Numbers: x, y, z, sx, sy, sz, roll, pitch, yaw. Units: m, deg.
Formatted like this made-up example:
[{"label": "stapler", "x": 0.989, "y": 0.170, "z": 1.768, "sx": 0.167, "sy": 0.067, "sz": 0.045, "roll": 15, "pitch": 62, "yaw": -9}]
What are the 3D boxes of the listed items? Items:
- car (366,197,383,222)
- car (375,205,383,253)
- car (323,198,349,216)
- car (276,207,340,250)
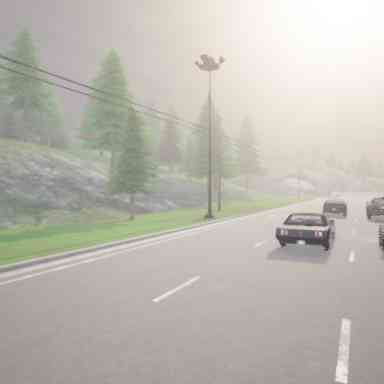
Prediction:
[{"label": "car", "x": 15.403, "y": 1.191, "z": 27.085, "sx": 2.097, "sy": 1.767, "sz": 4.553, "roll": 0, "pitch": 0, "yaw": 27}, {"label": "car", "x": 7.674, "y": 1.435, "z": 11.631, "sx": 1.837, "sy": 1.490, "sz": 4.892, "roll": 0, "pitch": 1, "yaw": 27}, {"label": "car", "x": 13.111, "y": 1.300, "z": 30.321, "sx": 1.882, "sy": 1.535, "sz": 5.008, "roll": 0, "pitch": 0, "yaw": 27}, {"label": "car", "x": 4.966, "y": 1.519, "z": 14.034, "sx": 1.895, "sy": 1.301, "sz": 4.718, "roll": 0, "pitch": 0, "yaw": 27}]
